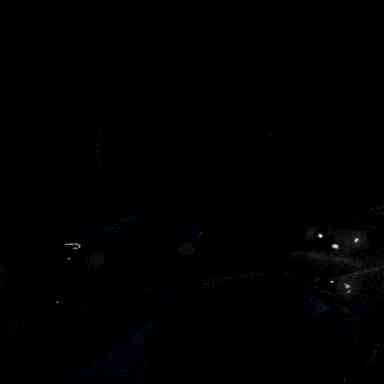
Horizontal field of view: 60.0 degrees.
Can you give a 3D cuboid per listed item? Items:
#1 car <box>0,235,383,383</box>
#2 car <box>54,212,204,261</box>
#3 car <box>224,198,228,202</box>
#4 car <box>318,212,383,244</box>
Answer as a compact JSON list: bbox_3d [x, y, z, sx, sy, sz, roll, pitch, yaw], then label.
[{"bbox_3d":[0.356,1.539,3.946,5.357,1.411,2.033,0,0,-35],"label":"car"},{"bbox_3d":[-1.932,1.456,11.105,5.008,1.535,1.882,0,0,-34],"label":"car"},{"bbox_3d":[8.450,1.233,63.915,2.033,1.411,5.357,-1,0,-36],"label":"car"},{"bbox_3d":[7.217,1.494,13.060,5.357,1.411,2.033,0,0,-33],"label":"car"}]
